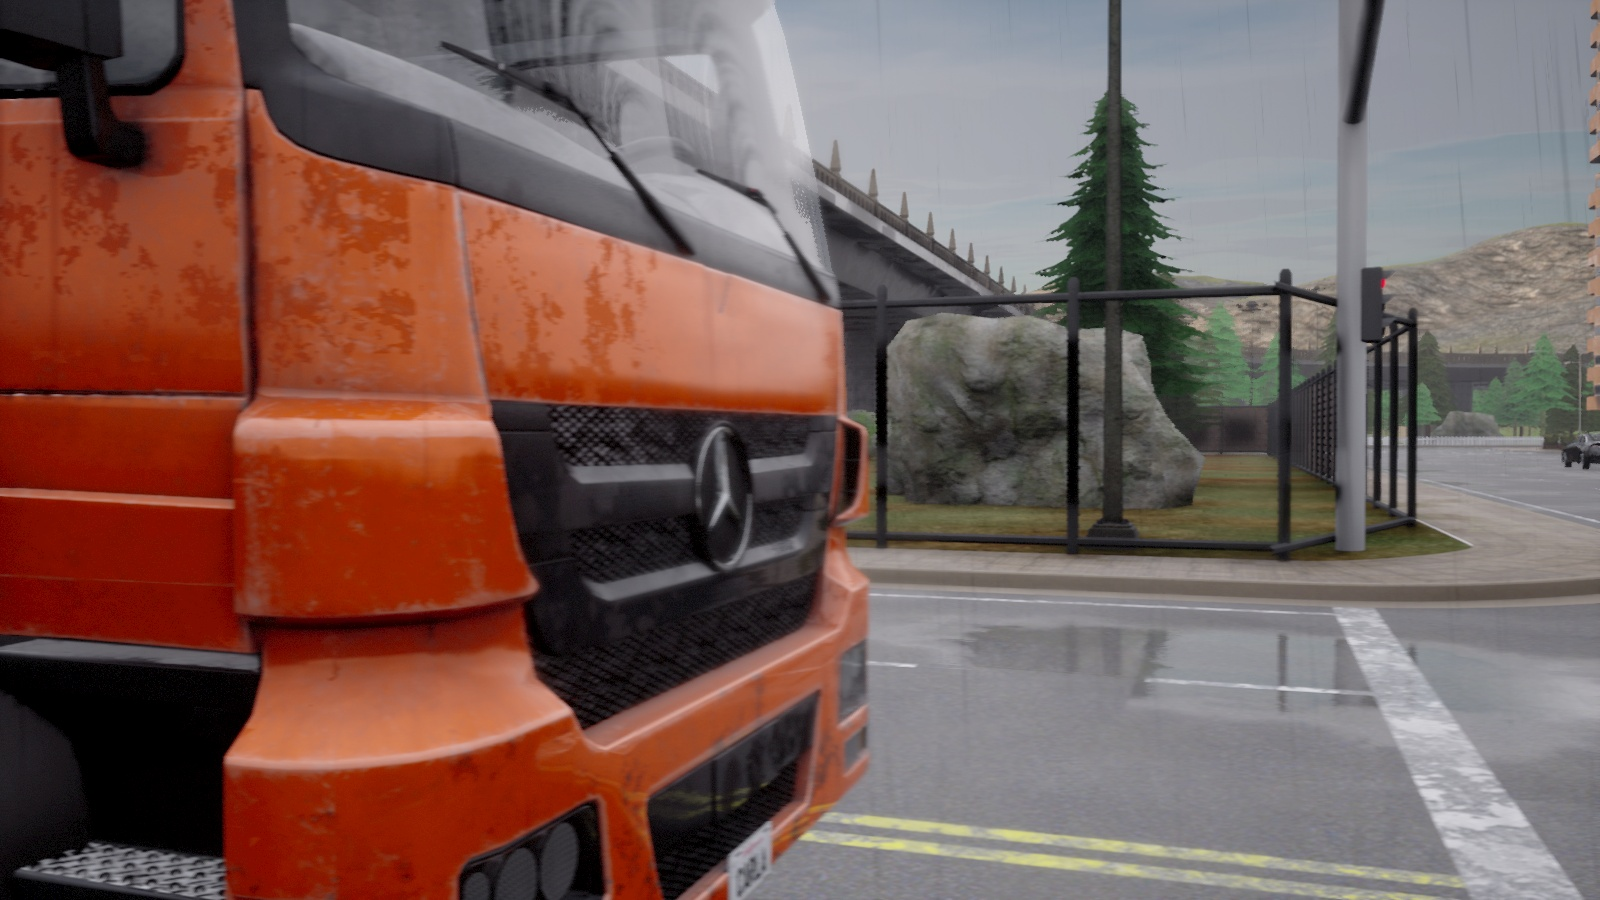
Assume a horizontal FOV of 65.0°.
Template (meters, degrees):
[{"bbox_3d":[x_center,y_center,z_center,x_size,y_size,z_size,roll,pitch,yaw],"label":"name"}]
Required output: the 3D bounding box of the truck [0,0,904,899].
[{"bbox_3d":[-3.854,-0.244,4.491,7.936,3.462,2.891,1,1,19],"label":"truck"}]

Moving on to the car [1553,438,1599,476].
[{"bbox_3d":[33.587,0.264,53.001,2.128,1.511,4.902,1,1,19],"label":"car"}]
